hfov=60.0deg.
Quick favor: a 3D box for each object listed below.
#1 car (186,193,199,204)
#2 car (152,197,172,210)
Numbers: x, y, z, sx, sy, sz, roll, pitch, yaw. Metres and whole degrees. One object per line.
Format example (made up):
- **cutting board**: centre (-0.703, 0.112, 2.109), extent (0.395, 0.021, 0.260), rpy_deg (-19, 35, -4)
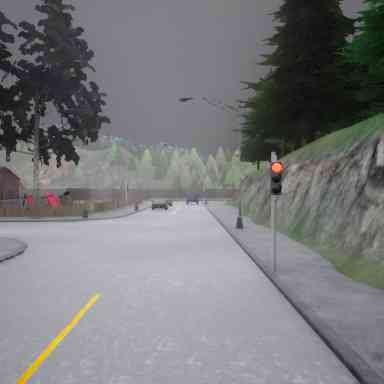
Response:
- **car**: centre (0.069, 1.261, 62.517), extent (2.150, 2.045, 5.566), rpy_deg (0, 0, 0)
- **car**: centre (-4.051, 1.505, 42.886), extent (1.882, 1.535, 5.008), rpy_deg (0, 0, 0)
